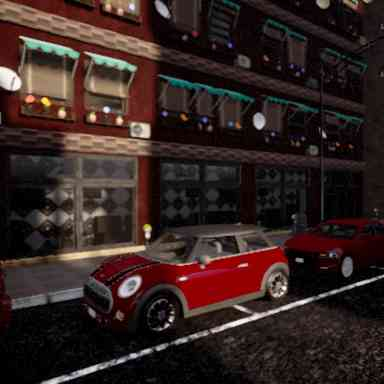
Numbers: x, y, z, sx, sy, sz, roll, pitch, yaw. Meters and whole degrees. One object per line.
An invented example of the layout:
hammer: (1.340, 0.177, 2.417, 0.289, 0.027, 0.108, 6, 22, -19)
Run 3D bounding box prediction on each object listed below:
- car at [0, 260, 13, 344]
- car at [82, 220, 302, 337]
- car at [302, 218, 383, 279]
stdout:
car: (-4.586, 1.328, 3.286, 5.009, 1.841, 2.192, 0, 0, -35)
car: (0.002, 1.417, 6.559, 4.097, 1.590, 1.967, 0, 0, -35)
car: (4.593, 1.486, 9.832, 4.507, 1.381, 1.887, 0, 0, -35)
